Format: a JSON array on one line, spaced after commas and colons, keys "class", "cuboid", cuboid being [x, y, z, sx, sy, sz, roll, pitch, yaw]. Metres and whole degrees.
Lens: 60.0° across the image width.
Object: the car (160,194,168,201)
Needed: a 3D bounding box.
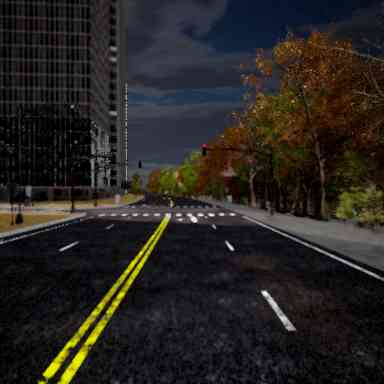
[{"class": "car", "cuboid": [-6.425, 1.258, 76.778, 1.812, 1.442, 4.674, 0, 0, -5]}]
